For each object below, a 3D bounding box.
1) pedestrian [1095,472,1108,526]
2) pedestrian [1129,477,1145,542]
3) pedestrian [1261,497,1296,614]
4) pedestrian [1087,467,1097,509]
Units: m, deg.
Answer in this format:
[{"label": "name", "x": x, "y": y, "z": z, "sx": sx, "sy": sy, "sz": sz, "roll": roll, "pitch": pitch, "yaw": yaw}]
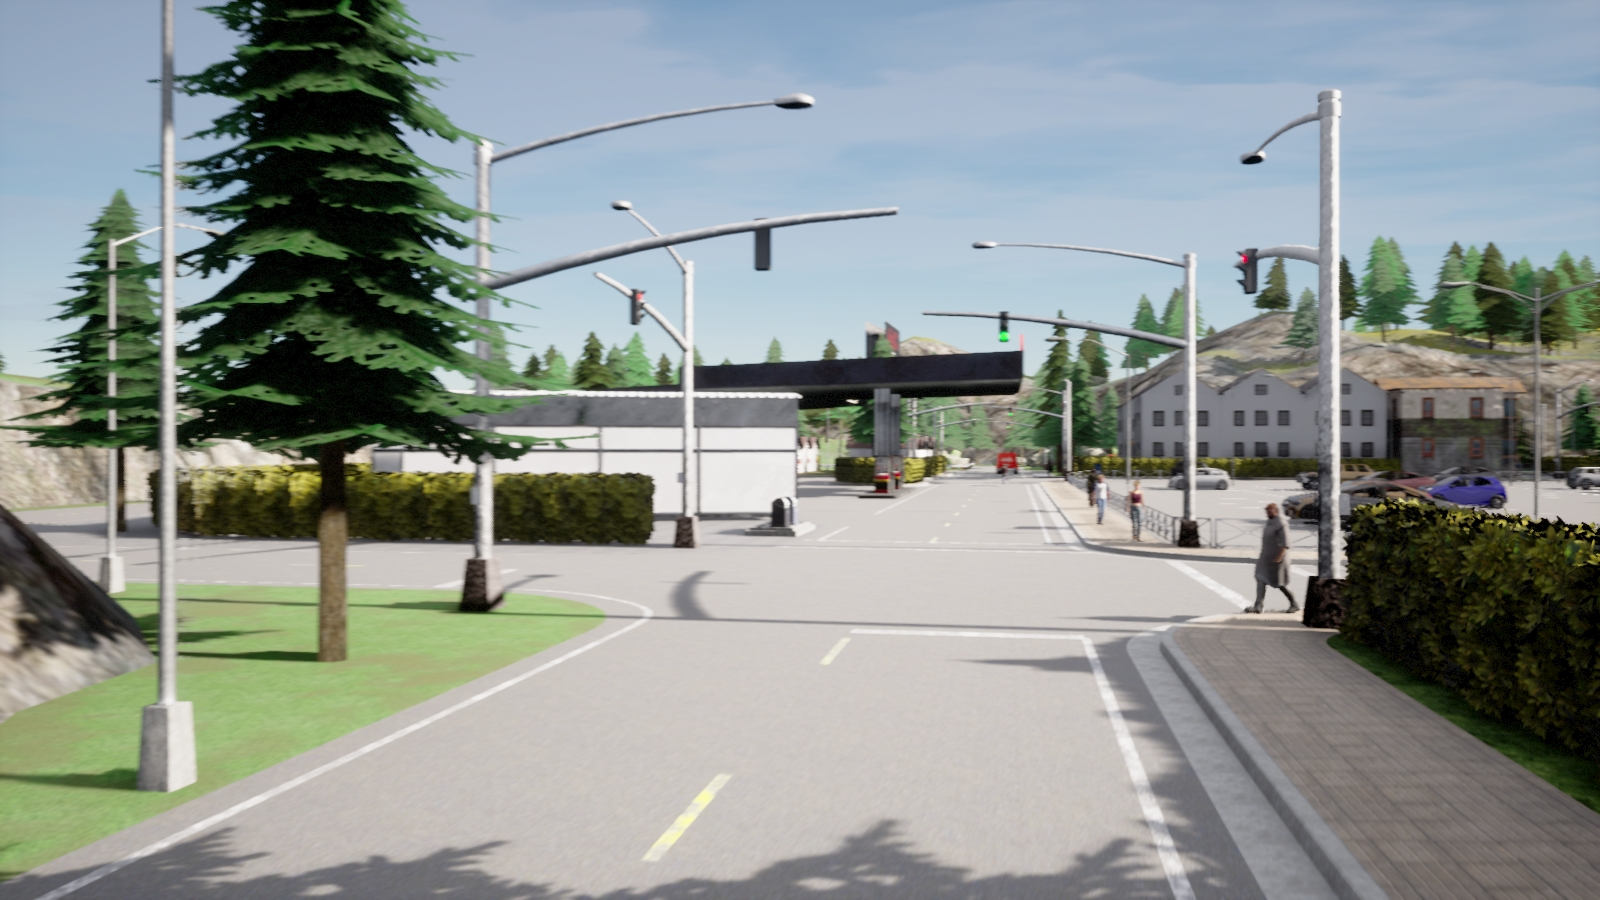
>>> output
[{"label": "pedestrian", "x": 10.564, "y": 1.703, "z": 40.049, "sx": 0.375, "sy": 1.860, "sz": 0.375, "roll": 0, "pitch": 0, "yaw": 5}, {"label": "pedestrian", "x": 9.736, "y": 1.702, "z": 33.016, "sx": 0.375, "sy": 1.860, "sz": 0.375, "roll": 0, "pitch": 0, "yaw": 7}, {"label": "pedestrian", "x": 7.753, "y": 1.700, "z": 18.514, "sx": 0.375, "sy": 1.860, "sz": 0.375, "roll": 0, "pitch": 0, "yaw": -13}, {"label": "pedestrian", "x": 13.197, "y": 1.704, "z": 51.660, "sx": 0.375, "sy": 1.860, "sz": 0.375, "roll": 0, "pitch": 0, "yaw": 9}]
